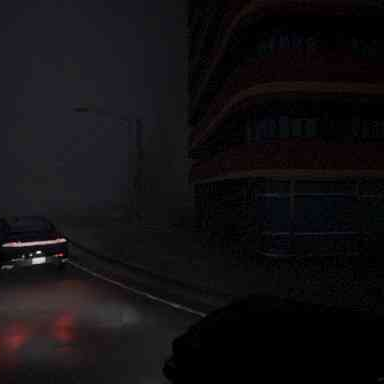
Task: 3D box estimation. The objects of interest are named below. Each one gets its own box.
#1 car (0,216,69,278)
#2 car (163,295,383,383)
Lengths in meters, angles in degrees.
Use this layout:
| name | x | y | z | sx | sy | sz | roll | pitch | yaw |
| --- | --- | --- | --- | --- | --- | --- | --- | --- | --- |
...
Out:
| name | x | y | z | sx | sy | sz | roll | pitch | yaw |
| --- | --- | --- | --- | --- | --- | --- | --- | --- | --- |
| car | -5.290 | 1.492 | 10.229 | 2.128 | 1.511 | 4.902 | 0 | 0 | -37 |
| car | 2.068 | 1.601 | 2.652 | 4.718 | 1.301 | 1.895 | 0 | 0 | 35 |
